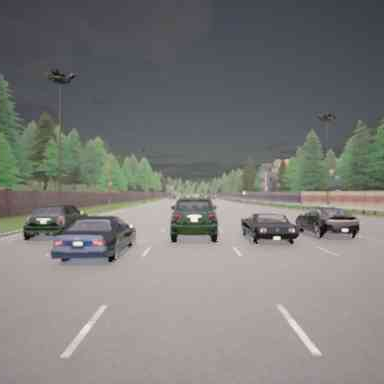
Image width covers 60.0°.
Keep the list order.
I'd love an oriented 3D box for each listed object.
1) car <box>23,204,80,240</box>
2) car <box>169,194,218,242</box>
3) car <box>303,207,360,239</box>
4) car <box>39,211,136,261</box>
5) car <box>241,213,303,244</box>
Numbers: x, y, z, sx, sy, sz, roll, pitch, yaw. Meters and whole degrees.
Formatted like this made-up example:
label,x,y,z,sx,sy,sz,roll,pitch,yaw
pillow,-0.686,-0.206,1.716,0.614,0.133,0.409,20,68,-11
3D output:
label,x,y,z,sx,sy,sz,roll,pitch,yaw
car,-6.903,1.426,17.576,2.097,1.767,4.553,0,0,0
car,0.098,1.293,16.903,2.150,2.045,5.566,0,0,0
car,7.098,1.567,17.843,2.128,1.511,4.902,0,0,0
car,-3.401,1.600,12.417,2.033,1.411,5.357,0,0,0
car,3.598,1.670,16.266,1.895,1.301,4.718,0,0,0
